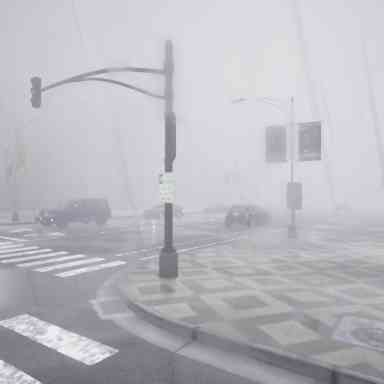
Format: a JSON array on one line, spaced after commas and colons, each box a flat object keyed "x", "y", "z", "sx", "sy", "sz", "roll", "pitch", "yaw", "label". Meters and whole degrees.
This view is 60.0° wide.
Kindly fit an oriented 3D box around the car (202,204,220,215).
[{"x": 3.190, "y": 2.135, "z": 41.014, "sx": 1.895, "sy": 1.301, "sz": 4.718, "roll": 0, "pitch": -1, "yaw": 35, "label": "car"}]

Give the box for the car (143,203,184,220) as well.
[{"x": -2.738, "y": 1.890, "z": 32.633, "sx": 1.837, "sy": 1.490, "sz": 4.892, "roll": 0, "pitch": -1, "yaw": 36, "label": "car"}]

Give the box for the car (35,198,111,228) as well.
[{"x": -8.512, "y": 1.461, "z": 24.466, "sx": 2.150, "sy": 2.045, "sz": 5.566, "roll": 0, "pitch": -1, "yaw": 35, "label": "car"}]

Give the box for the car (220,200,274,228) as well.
[{"x": 4.390, "y": 1.723, "z": 25.486, "sx": 2.097, "sy": 1.767, "sz": 4.553, "roll": 0, "pitch": -1, "yaw": 35, "label": "car"}]

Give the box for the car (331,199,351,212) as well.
[{"x": 24.580, "y": 2.381, "z": 54.078, "sx": 2.128, "sy": 1.511, "sz": 4.902, "roll": 0, "pitch": -1, "yaw": 35, "label": "car"}]
